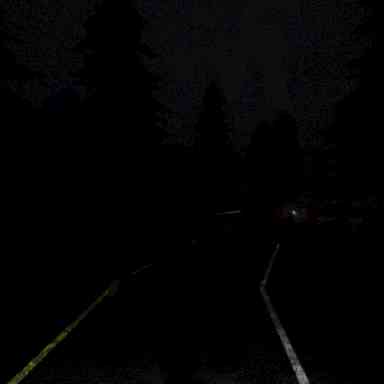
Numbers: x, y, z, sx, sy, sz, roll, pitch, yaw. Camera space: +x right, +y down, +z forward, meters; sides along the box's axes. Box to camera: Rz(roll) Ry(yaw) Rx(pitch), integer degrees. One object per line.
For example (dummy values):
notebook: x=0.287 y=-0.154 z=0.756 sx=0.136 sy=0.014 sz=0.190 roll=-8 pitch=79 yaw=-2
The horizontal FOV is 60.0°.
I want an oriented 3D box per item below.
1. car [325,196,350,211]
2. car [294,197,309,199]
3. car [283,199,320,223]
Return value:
car: x=16.908 y=1.219 z=38.532 sx=2.097 sy=1.767 sz=4.553 roll=1 pitch=0 yaw=33
car: x=12.782 y=1.334 z=38.999 sx=2.128 sy=1.511 sz=4.902 roll=1 pitch=0 yaw=33
car: x=8.278 y=1.463 z=25.100 sx=1.994 sy=1.385 sz=4.181 roll=0 pitch=0 yaw=31
